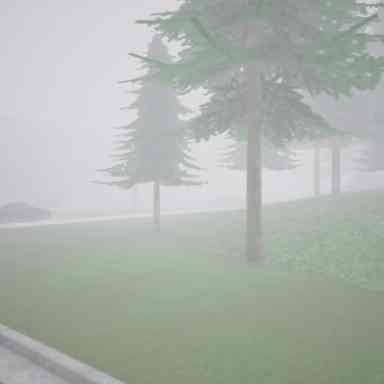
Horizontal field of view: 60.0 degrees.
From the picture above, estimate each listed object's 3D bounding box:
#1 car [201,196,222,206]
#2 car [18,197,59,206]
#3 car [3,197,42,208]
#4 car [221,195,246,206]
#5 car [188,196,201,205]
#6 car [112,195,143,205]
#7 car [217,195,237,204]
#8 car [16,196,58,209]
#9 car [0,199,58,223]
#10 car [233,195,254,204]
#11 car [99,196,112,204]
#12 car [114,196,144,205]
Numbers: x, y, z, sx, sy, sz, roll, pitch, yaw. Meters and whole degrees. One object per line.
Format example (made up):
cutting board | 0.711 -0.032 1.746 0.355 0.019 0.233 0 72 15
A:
car | 4.018 1.479 55.258 1.812 1.442 4.674 0 0 36
car | -19.352 1.428 42.209 2.128 1.511 4.902 0 0 35
car | -24.137 1.451 47.559 1.812 1.442 4.674 0 0 35
car | 7.118 1.559 53.580 1.895 1.301 4.718 0 0 35
car | 1.155 1.473 57.272 1.812 1.442 4.674 0 0 36
car | -10.299 1.288 55.096 2.097 1.767 4.553 0 0 35
car | 7.017 1.452 65.721 1.837 1.490 4.892 0 0 35
car | -21.196 1.408 45.667 1.882 1.535 5.008 0 0 35
car | -12.981 1.486 25.044 1.812 1.442 4.674 0 0 36
car | 9.869 1.444 63.691 2.128 1.511 4.902 0 0 35
car | -14.780 1.429 60.841 1.837 1.490 4.892 0 0 36
car | -11.245 1.477 59.790 2.033 1.411 5.357 0 0 36
